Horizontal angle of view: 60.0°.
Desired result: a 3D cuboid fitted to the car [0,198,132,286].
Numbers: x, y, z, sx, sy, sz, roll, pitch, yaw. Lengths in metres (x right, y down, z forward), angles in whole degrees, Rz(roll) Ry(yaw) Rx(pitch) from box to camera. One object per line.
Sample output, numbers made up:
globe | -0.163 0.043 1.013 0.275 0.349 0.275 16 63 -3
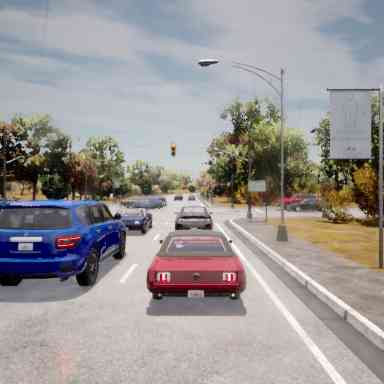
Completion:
car | -3.409 1.221 9.531 2.150 2.045 5.566 0 0 0

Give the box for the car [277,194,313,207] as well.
car | 13.424 1.221 41.416 5.566 2.045 2.150 0 0 3

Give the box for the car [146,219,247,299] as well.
car | 0.099 1.601 8.378 1.895 1.301 4.718 0 0 0

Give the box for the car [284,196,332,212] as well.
car | 13.378 1.505 37.899 4.892 1.490 1.837 0 0 3

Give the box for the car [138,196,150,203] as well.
car | -10.533 1.552 72.549 1.994 1.385 4.181 0 0 0

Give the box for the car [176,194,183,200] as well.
car | -3.544 1.382 95.533 1.837 1.490 4.892 0 0 0

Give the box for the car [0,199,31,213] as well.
car | -20.516 1.491 36.235 4.902 1.511 2.128 0 0 1

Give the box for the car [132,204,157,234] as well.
car | -3.409 1.601 19.285 1.895 1.301 4.718 0 0 0

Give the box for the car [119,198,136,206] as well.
car | -10.612 1.601 54.790 1.895 1.301 4.718 0 0 0

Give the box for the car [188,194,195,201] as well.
car | -0.039 1.533 85.115 2.033 1.411 5.357 0 0 0

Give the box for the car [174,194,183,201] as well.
car | -3.539 1.493 85.114 1.837 1.490 4.892 0 0 0

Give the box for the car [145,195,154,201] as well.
car | -10.538 1.523 82.577 1.812 1.442 4.674 0 0 0

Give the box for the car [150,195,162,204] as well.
car | -7.062 1.477 65.488 1.882 1.535 5.008 0 0 1

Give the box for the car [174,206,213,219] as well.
car | 0.092 1.491 17.649 2.128 1.511 4.902 0 0 0

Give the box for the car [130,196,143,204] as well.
car | -10.576 1.525 63.825 1.812 1.442 4.674 0 0 0

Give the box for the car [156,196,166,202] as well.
car | -7.035 1.595 75.793 1.895 1.301 4.718 0 0 0

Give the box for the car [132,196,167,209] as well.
car | -5.383 1.547 42.666 2.033 1.411 5.357 0 0 30

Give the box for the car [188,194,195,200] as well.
car | -0.044 1.360 95.534 1.882 1.535 5.008 0 0 0
